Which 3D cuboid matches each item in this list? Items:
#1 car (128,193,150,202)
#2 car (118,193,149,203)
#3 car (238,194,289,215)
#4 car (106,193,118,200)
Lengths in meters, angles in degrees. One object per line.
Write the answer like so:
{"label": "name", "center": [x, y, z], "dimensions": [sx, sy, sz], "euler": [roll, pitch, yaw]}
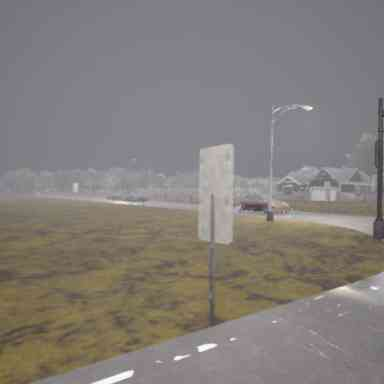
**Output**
{"label": "car", "center": [-8.905, 0.931, 55.474], "dimensions": [1.994, 1.385, 4.181], "euler": [1, 0, -35]}
{"label": "car", "center": [-8.334, 0.888, 48.497], "dimensions": [2.033, 1.411, 5.357], "euler": [1, 0, -35]}
{"label": "car", "center": [6.023, 0.951, 28.276], "dimensions": [2.097, 1.767, 4.553], "euler": [1, 0, -35]}
{"label": "car", "center": [-14.702, 0.850, 63.626], "dimensions": [2.033, 1.411, 5.357], "euler": [1, 0, -35]}
